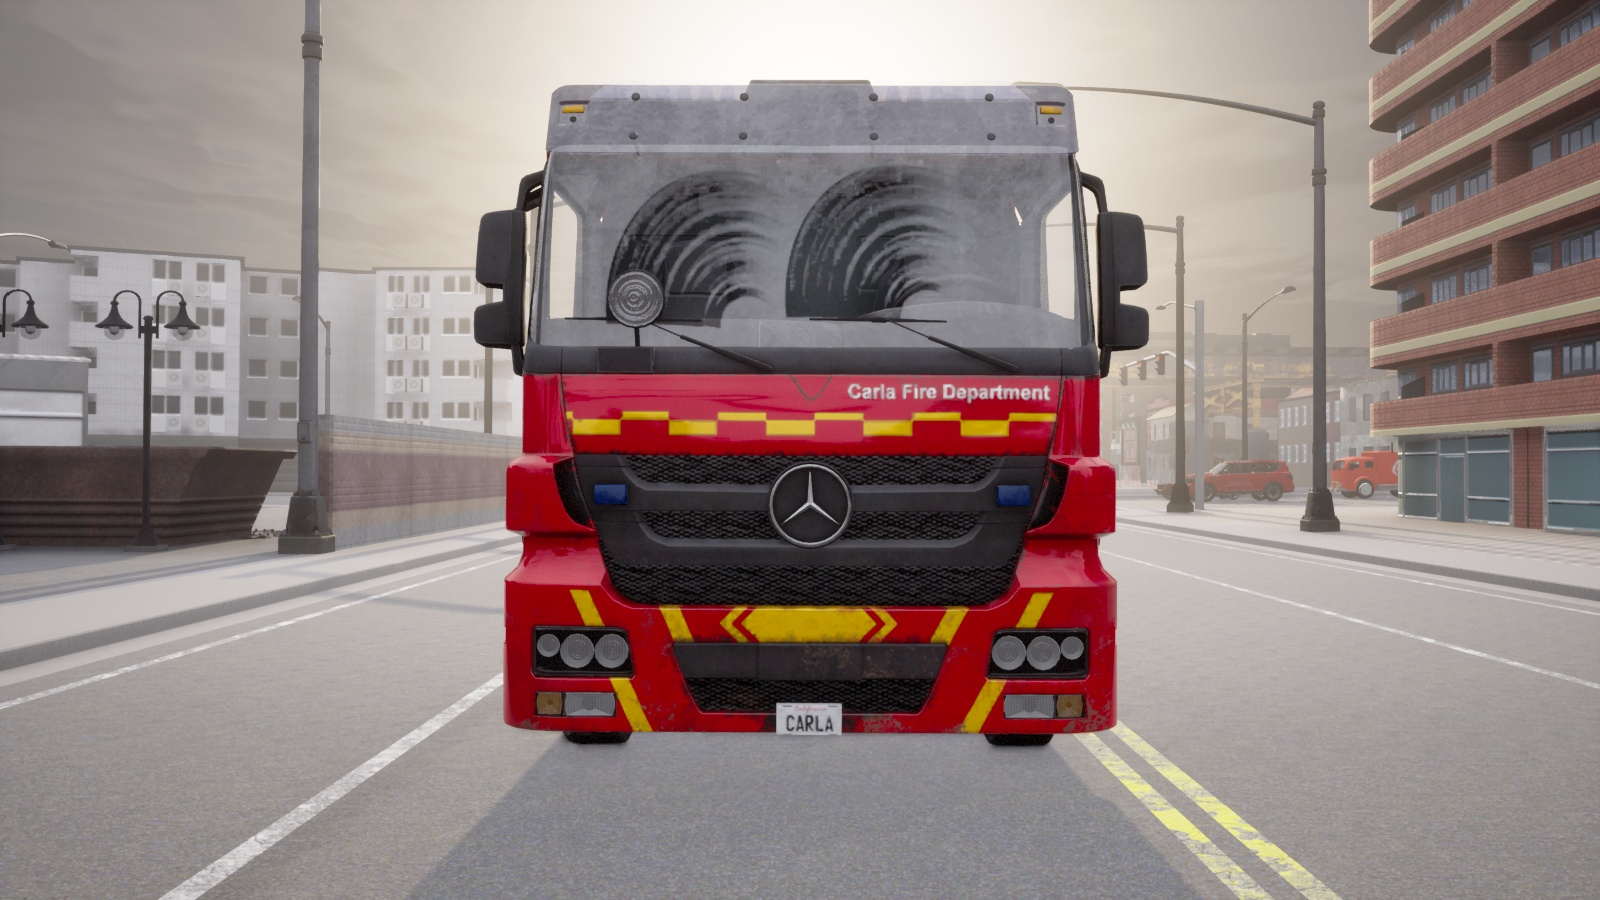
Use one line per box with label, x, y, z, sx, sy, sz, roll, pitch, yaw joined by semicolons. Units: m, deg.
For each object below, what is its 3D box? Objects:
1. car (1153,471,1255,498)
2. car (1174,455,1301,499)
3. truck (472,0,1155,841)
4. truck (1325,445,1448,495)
car;21.271;1.809;66.245;4.718;1.301;1.895;-1;-1;1
car;21.796;1.356;62.725;5.566;2.045;2.150;-1;-1;2
truck;0.070;-0.190;9.582;2.891;3.827;8.468;0;-1;0
truck;30.774;1.042;66.015;5.204;2.467;2.627;-1;-1;1
